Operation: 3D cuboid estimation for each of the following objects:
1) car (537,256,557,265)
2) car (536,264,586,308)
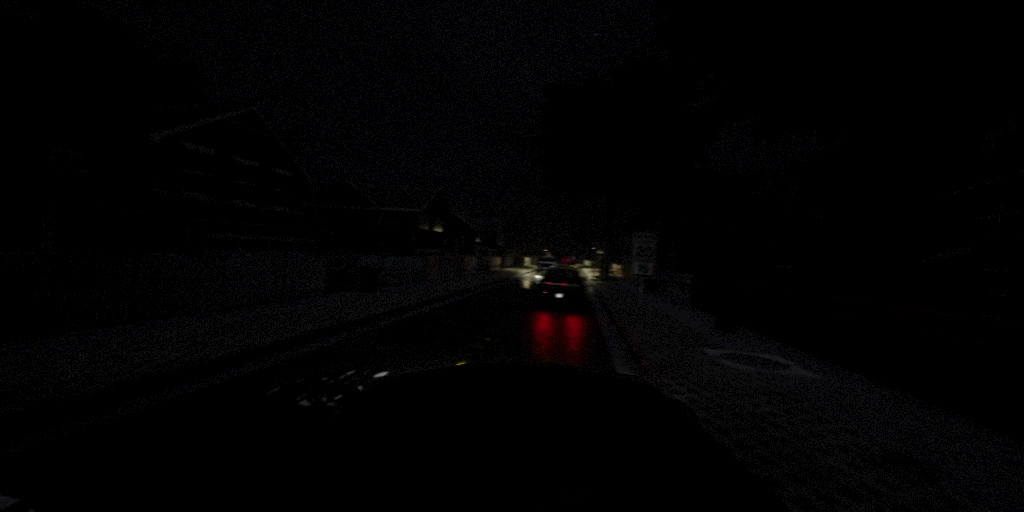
[{"bbox_3d":[4.243,1.056,43.143,2.150,2.045,5.566,4,0,10],"label":"car"},{"bbox_3d":[2.268,1.332,16.255,2.128,1.511,4.902,4,0,10],"label":"car"}]
